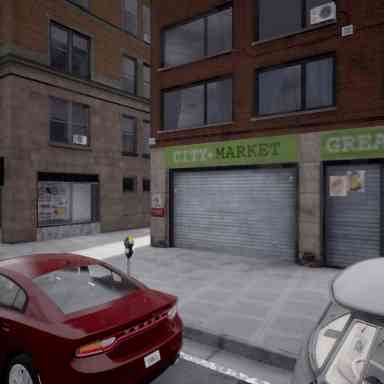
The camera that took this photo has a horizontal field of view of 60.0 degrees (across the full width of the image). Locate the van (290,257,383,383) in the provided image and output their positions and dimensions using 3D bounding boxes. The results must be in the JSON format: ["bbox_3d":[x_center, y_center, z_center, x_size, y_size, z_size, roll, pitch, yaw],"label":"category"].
[{"bbox_3d":[2.395,1.341,1.367,3.998,1.788,1.690,0,0,35],"label":"van"}]

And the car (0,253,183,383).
[{"bbox_3d":[-2.214,1.544,4.654,4.507,1.381,1.887,0,0,35],"label":"car"}]
